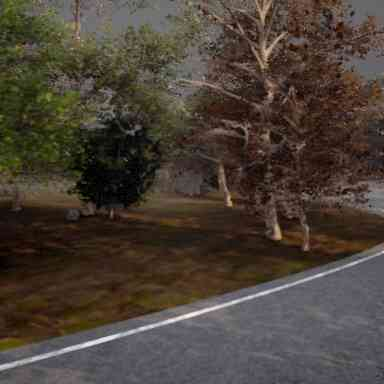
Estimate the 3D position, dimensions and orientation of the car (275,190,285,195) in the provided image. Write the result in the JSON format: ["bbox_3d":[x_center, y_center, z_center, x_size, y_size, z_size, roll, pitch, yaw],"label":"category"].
[{"bbox_3d":[12.545,-0.247,46.517,1.812,1.442,4.674,-4,3,-1],"label":"car"}]

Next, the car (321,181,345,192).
[{"bbox_3d":[16.889,-0.297,41.446,1.812,1.442,4.674,-5,3,-19],"label":"car"}]

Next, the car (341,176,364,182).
[{"bbox_3d":[33.153,-2.912,69.353,4.553,1.767,2.097,-3,3,-2],"label":"car"}]
